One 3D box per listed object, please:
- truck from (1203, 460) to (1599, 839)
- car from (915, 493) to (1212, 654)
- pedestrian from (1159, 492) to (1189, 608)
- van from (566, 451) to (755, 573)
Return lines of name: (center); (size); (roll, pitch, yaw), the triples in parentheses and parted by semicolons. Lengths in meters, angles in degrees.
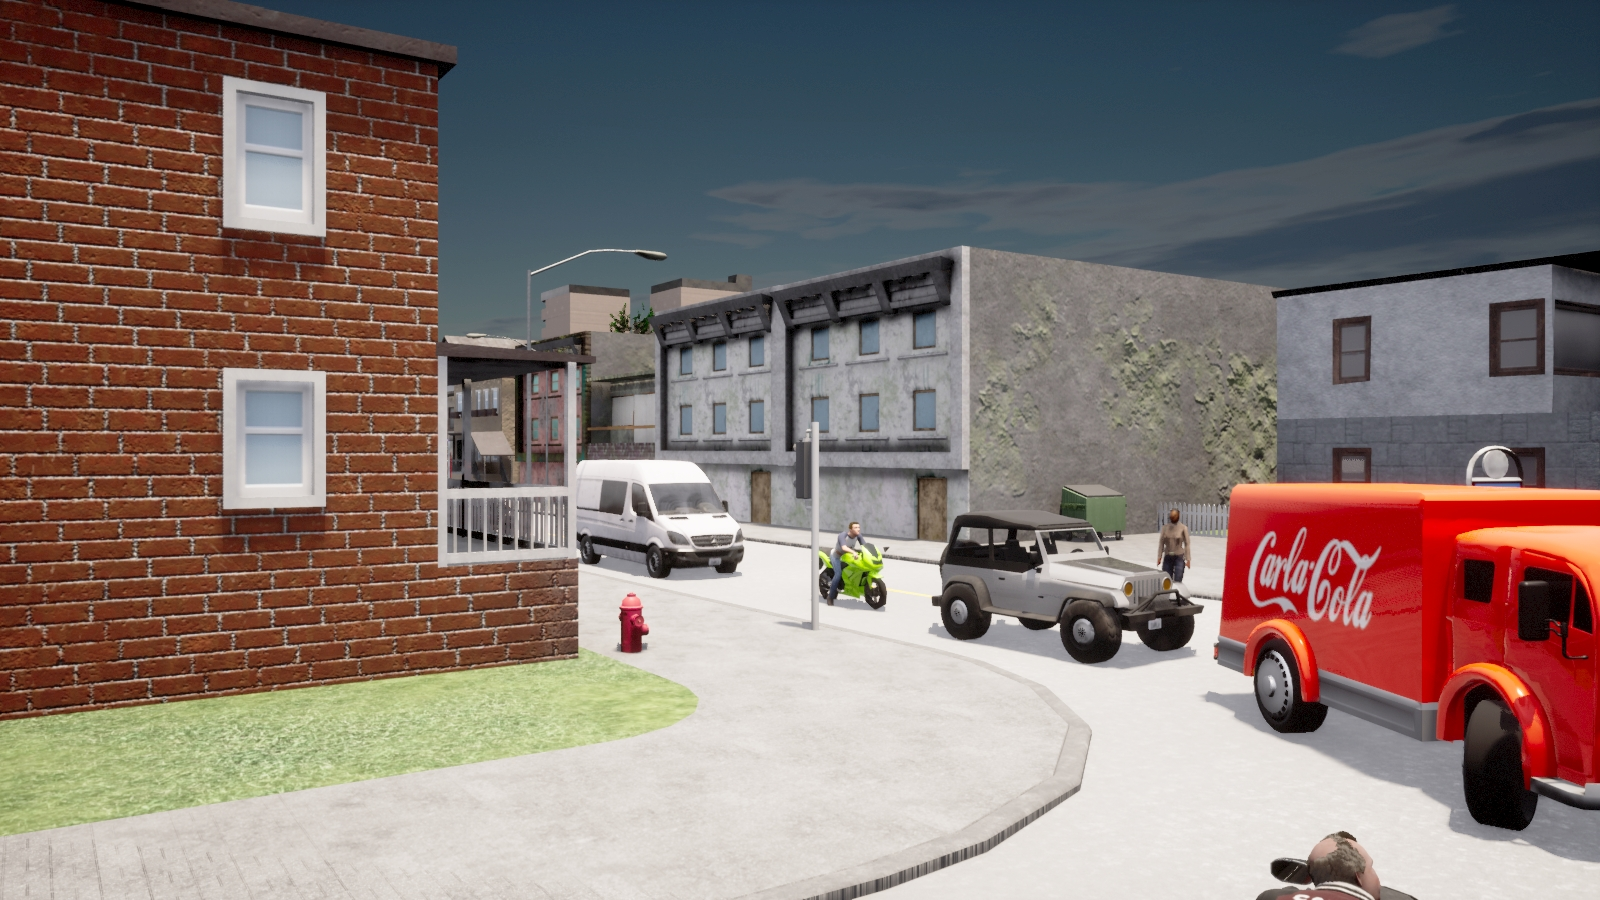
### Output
truck: (6.066, 1.348, 10.298); (2.627, 2.467, 5.204); (0, 0, -6)
car: (3.680, 1.637, 16.521); (1.905, 1.878, 3.866); (0, 0, -36)
pedestrian: (6.157, 1.628, 18.797); (0.375, 1.860, 0.375); (0, 0, 36)
van: (-3.457, 1.315, 27.078); (1.988, 2.561, 5.915); (0, 0, -34)
